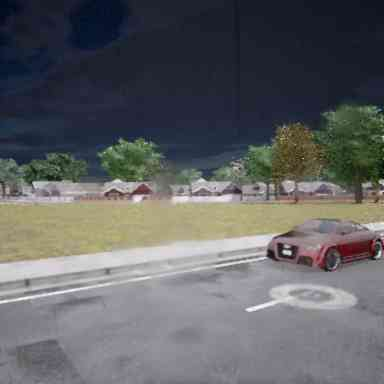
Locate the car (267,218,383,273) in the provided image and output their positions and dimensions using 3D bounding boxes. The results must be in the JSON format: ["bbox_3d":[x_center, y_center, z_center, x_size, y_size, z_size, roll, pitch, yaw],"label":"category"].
[{"bbox_3d":[4.380,1.564,10.798,4.181,1.385,1.994,0,0,-35],"label":"car"}]
